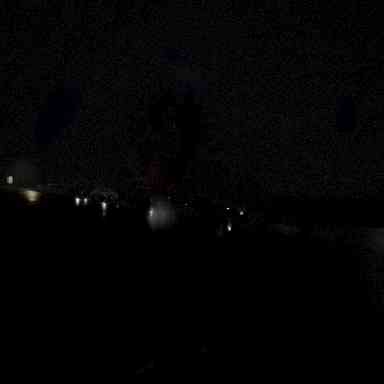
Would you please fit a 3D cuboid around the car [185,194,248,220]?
[{"bbox_3d":[1.479,0.888,21.431,2.128,1.511,4.902,0,2,-36],"label":"car"}]

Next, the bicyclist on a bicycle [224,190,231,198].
[{"bbox_3d":[3.045,0.651,29.529,1.656,1.620,0.582,0,2,-36],"label":"bicyclist on a bicycle"}]

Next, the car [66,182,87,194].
[{"bbox_3d":[-19.423,-0.678,55.716,2.097,1.767,4.553,0,2,-36],"label":"car"}]

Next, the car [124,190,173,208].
[{"bbox_3d":[-4.192,0.583,29.361,2.033,1.411,5.357,0,2,-36],"label":"car"}]

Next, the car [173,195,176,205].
[{"bbox_3d":[-3.362,0.502,33.252,1.994,1.385,4.181,0,2,-35],"label":"car"}]

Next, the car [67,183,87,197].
[{"bbox_3d":[-15.877,-0.195,45.791,2.128,1.511,4.902,0,2,-34],"label":"car"}]

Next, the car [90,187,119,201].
[{"bbox_3d":[-9.867,0.208,37.300,1.812,1.442,4.674,0,2,-35],"label":"car"}]
